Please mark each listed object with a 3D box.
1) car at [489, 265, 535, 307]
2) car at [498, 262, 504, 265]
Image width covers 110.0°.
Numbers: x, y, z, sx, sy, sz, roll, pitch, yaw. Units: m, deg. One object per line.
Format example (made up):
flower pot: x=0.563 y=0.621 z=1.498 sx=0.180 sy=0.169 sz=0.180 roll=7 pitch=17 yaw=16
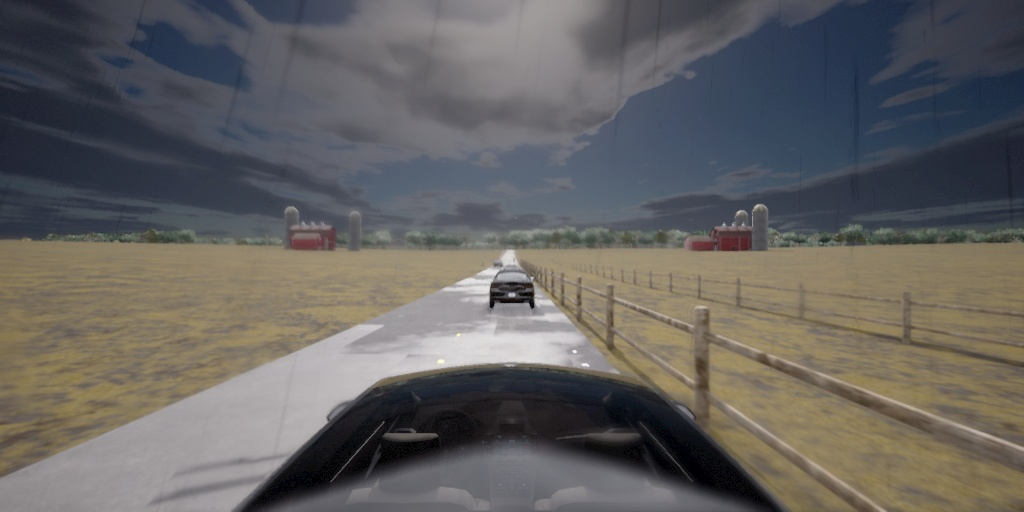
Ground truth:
car: x=0.005 y=1.365 z=16.318 sx=1.882 sy=1.535 sz=5.008 roll=0 pitch=0 yaw=0
car: x=0.003 y=1.533 z=31.150 sx=1.837 sy=1.490 sz=4.892 roll=0 pitch=0 yaw=0
